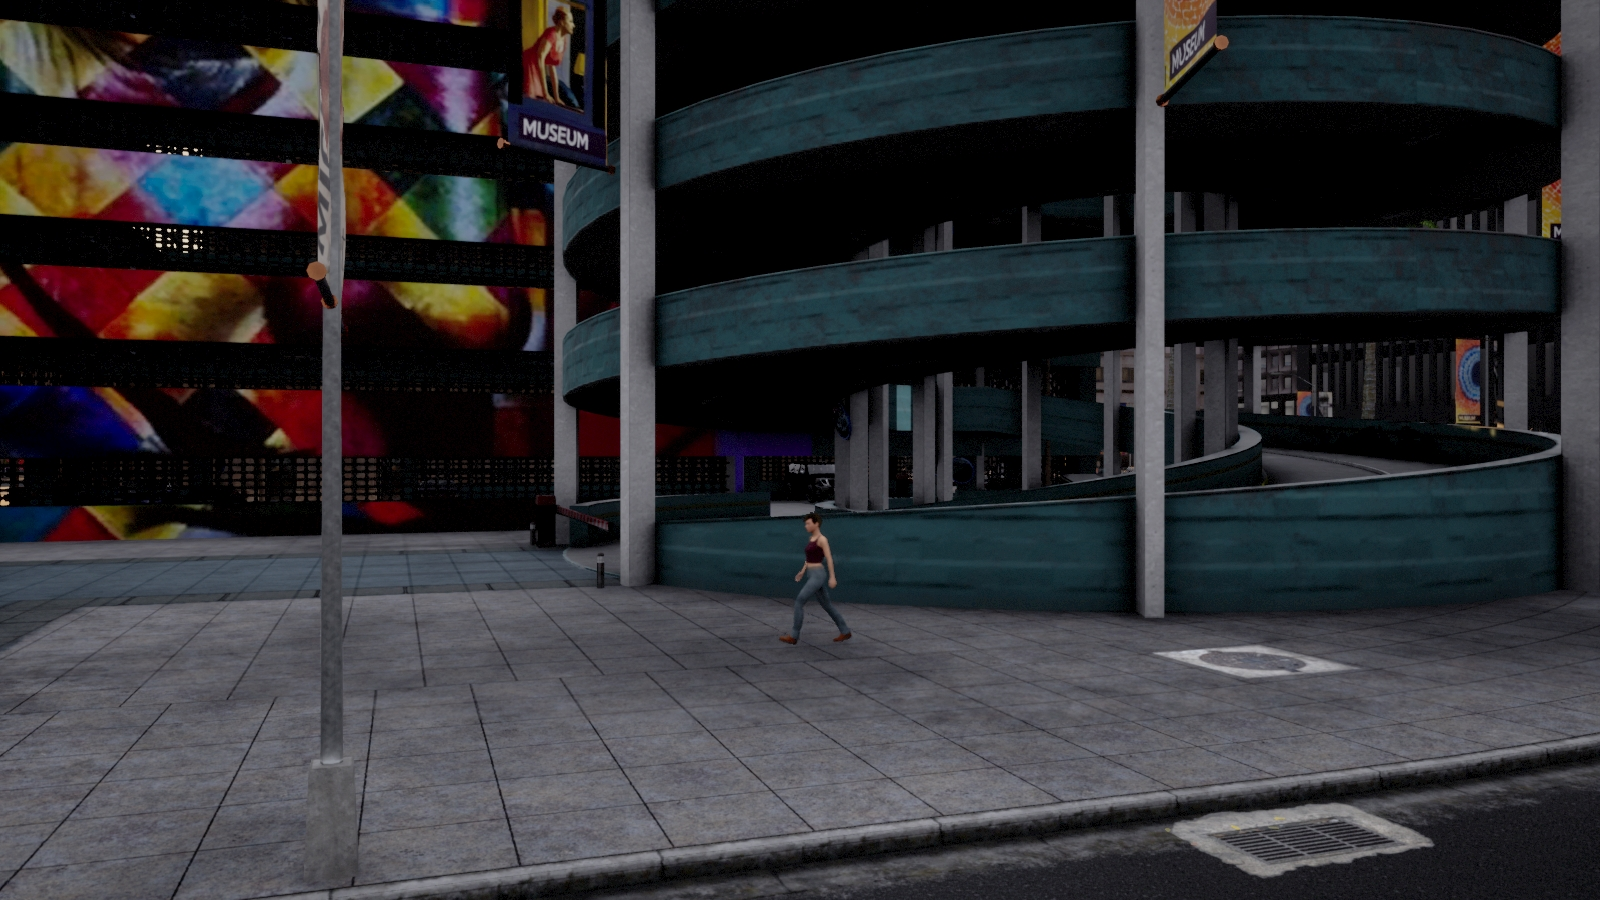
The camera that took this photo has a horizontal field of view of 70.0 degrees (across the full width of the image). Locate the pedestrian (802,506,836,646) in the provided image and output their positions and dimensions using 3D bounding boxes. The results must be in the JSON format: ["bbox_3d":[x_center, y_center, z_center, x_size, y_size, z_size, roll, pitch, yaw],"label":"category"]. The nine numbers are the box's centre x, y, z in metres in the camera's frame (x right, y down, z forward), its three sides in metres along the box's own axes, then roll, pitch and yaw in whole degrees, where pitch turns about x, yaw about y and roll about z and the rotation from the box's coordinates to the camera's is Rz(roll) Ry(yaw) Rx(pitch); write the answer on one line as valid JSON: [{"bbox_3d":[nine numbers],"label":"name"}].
[{"bbox_3d":[0.260,1.696,15.522,0.375,1.860,0.375,0,0,-16],"label":"pedestrian"}]
